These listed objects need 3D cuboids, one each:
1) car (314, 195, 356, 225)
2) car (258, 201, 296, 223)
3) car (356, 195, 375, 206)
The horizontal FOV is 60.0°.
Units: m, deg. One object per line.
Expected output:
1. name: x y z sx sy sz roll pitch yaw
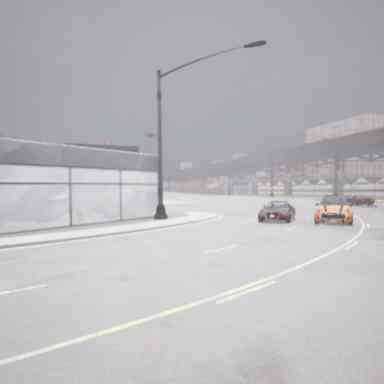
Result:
1. car: 9.016 1.060 21.116 2.097 1.767 4.553 -1 1 24
2. car: 5.821 1.295 22.540 1.994 1.385 4.181 -1 1 24
3. car: 19.270 0.969 39.450 1.895 1.301 4.718 -1 0 -9
